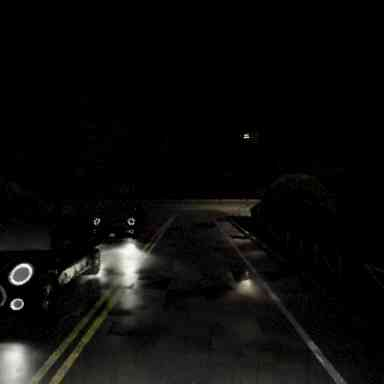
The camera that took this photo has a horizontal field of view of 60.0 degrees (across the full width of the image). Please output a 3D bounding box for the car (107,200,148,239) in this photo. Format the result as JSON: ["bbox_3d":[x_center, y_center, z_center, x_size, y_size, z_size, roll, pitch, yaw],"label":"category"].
[{"bbox_3d":[-3.549,1.342,17.116,2.097,1.767,4.553,0,0,0],"label":"car"}]

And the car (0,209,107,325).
[{"bbox_3d":[-3.586,1.348,7.354,2.097,1.767,4.553,0,0,0],"label":"car"}]
